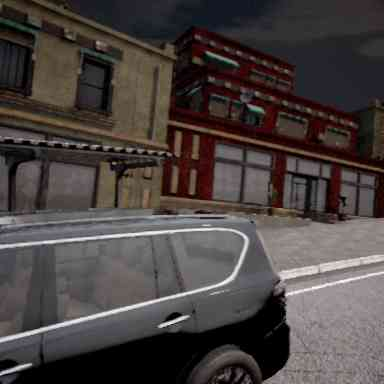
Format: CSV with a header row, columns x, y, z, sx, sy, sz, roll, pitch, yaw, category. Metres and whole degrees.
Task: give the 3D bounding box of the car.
x,y,z,sx,sy,sz,roll,pitch,yaw,category
-1.562,1.213,2.773,5.566,2.045,2.150,0,0,-35,car
